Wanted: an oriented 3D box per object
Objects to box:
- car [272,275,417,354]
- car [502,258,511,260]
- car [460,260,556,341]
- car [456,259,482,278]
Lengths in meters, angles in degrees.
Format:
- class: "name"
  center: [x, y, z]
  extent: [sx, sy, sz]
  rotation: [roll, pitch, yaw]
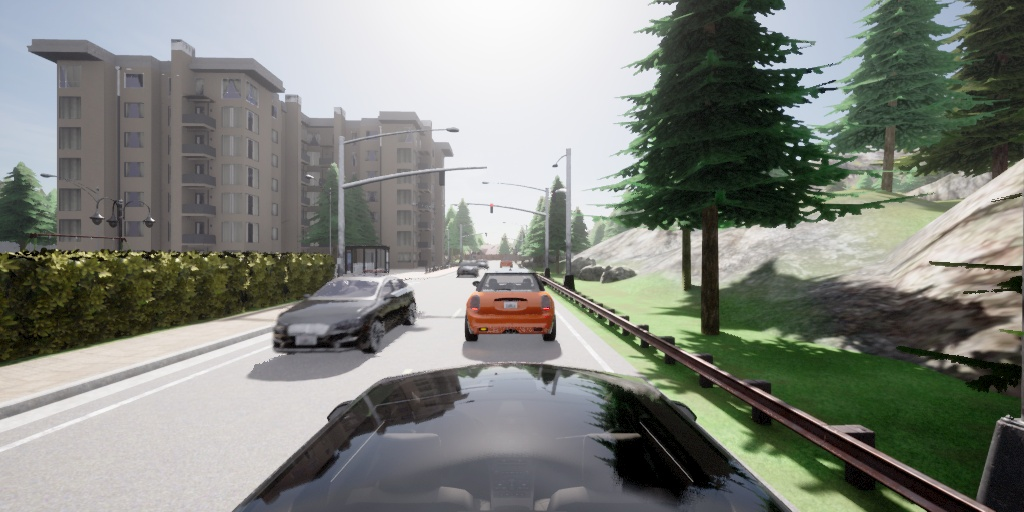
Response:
- class: "car"
  center: [-3.706, 1.241, 8.834]
  extent: [2.128, 1.511, 4.902]
  rotation: [0, 0, -1]
- class: "car"
  center: [-0.959, 1.102, 61.268]
  extent: [2.097, 1.767, 4.553]
  rotation: [0, 0, -1]
- class: "car"
  center: [-0.057, 1.102, 10.012]
  extent: [2.097, 1.767, 4.553]
  rotation: [0, 0, -1]
- class: "car"
  center: [-4.169, 1.254, 34.308]
  extent: [1.837, 1.490, 4.892]
  rotation: [0, 0, -1]
